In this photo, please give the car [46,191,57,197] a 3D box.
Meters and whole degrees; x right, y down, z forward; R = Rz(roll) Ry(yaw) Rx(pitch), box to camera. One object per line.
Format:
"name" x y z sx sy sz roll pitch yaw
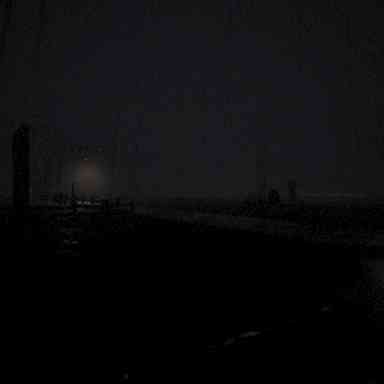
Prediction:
"car" -34.708 0.538 81.812 1.837 1.490 4.892 0 1 -35
